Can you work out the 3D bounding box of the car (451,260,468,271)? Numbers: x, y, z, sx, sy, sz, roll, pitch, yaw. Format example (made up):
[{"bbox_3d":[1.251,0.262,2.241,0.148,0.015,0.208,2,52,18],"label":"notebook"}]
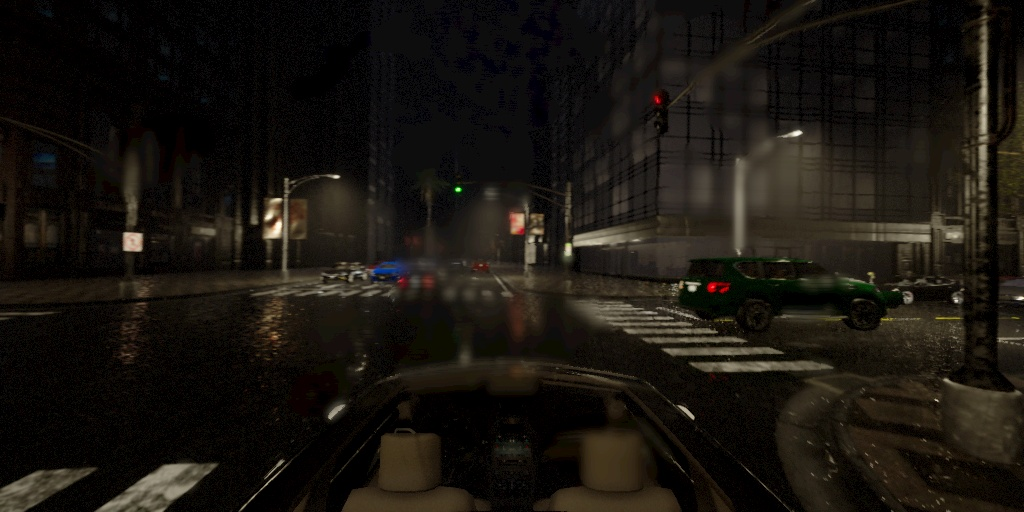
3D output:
[{"bbox_3d":[-7.846,1.375,52.624,2.128,1.511,4.902,1,0,-5],"label":"car"}]

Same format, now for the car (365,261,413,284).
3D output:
[{"bbox_3d":[-9.004,1.202,26.766,1.882,1.535,5.008,1,0,-5],"label":"car"}]

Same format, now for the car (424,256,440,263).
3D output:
[{"bbox_3d":[-10.747,1.032,47.453,2.150,2.045,5.566,1,0,-5],"label":"car"}]

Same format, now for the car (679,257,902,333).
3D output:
[{"bbox_3d":[7.956,1.066,10.817,5.566,2.045,2.150,1,-2,-7],"label":"car"}]

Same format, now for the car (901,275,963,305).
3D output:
[{"bbox_3d":[19.339,1.591,17.337,4.313,1.339,1.948,0,0,-6],"label":"car"}]

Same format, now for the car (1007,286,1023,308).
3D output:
[{"bbox_3d":[14.611,1.472,8.274,4.207,1.307,1.802,0,0,-6],"label":"car"}]

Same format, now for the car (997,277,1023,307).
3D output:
[{"bbox_3d":[22.152,1.581,14.868,5.357,1.411,2.033,1,-1,-6],"label":"car"}]

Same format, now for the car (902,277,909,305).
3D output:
[{"bbox_3d":[11.957,1.514,13.801,4.718,1.301,1.895,1,-1,-6],"label":"car"}]

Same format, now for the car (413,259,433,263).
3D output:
[{"bbox_3d":[-9.870,1.310,36.892,2.033,1.411,5.357,1,0,-5],"label":"car"}]

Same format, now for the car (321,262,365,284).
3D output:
[{"bbox_3d":[-12.238,1.181,26.455,1.837,1.490,4.892,1,0,-4],"label":"car"}]

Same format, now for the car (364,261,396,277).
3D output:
[{"bbox_3d":[-13.040,1.236,35.747,1.812,1.442,4.674,1,0,-5],"label":"car"}]

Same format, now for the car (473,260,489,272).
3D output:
[{"bbox_3d":[-4.219,1.265,48.533,2.097,1.767,4.553,1,0,-5],"label":"car"}]

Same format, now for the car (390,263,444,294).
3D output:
[{"bbox_3d":[-4.961,1.302,20.057,2.033,1.411,5.357,1,0,-5],"label":"car"}]
